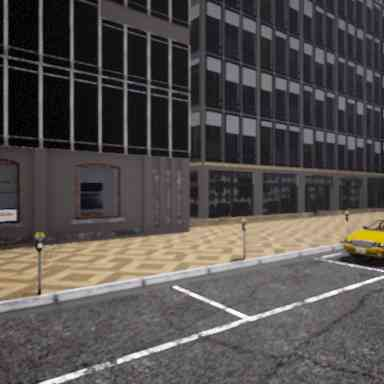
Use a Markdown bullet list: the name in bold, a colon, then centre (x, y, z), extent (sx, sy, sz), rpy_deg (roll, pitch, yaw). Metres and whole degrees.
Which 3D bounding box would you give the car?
- **car**: centre (7.167, 1.470, 11.664), extent (4.829, 1.417, 1.752), rpy_deg (0, 0, -35)
